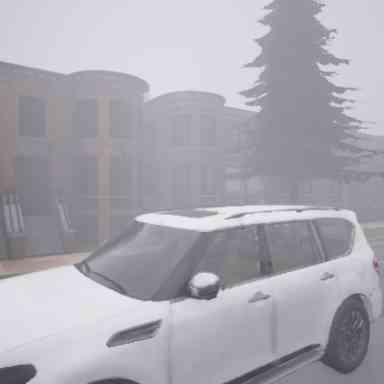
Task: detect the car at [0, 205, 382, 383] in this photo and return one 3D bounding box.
[{"bbox_3d":[0.131,1.221,4.083,5.566,2.045,2.150,0,0,-35],"label":"car"}]
